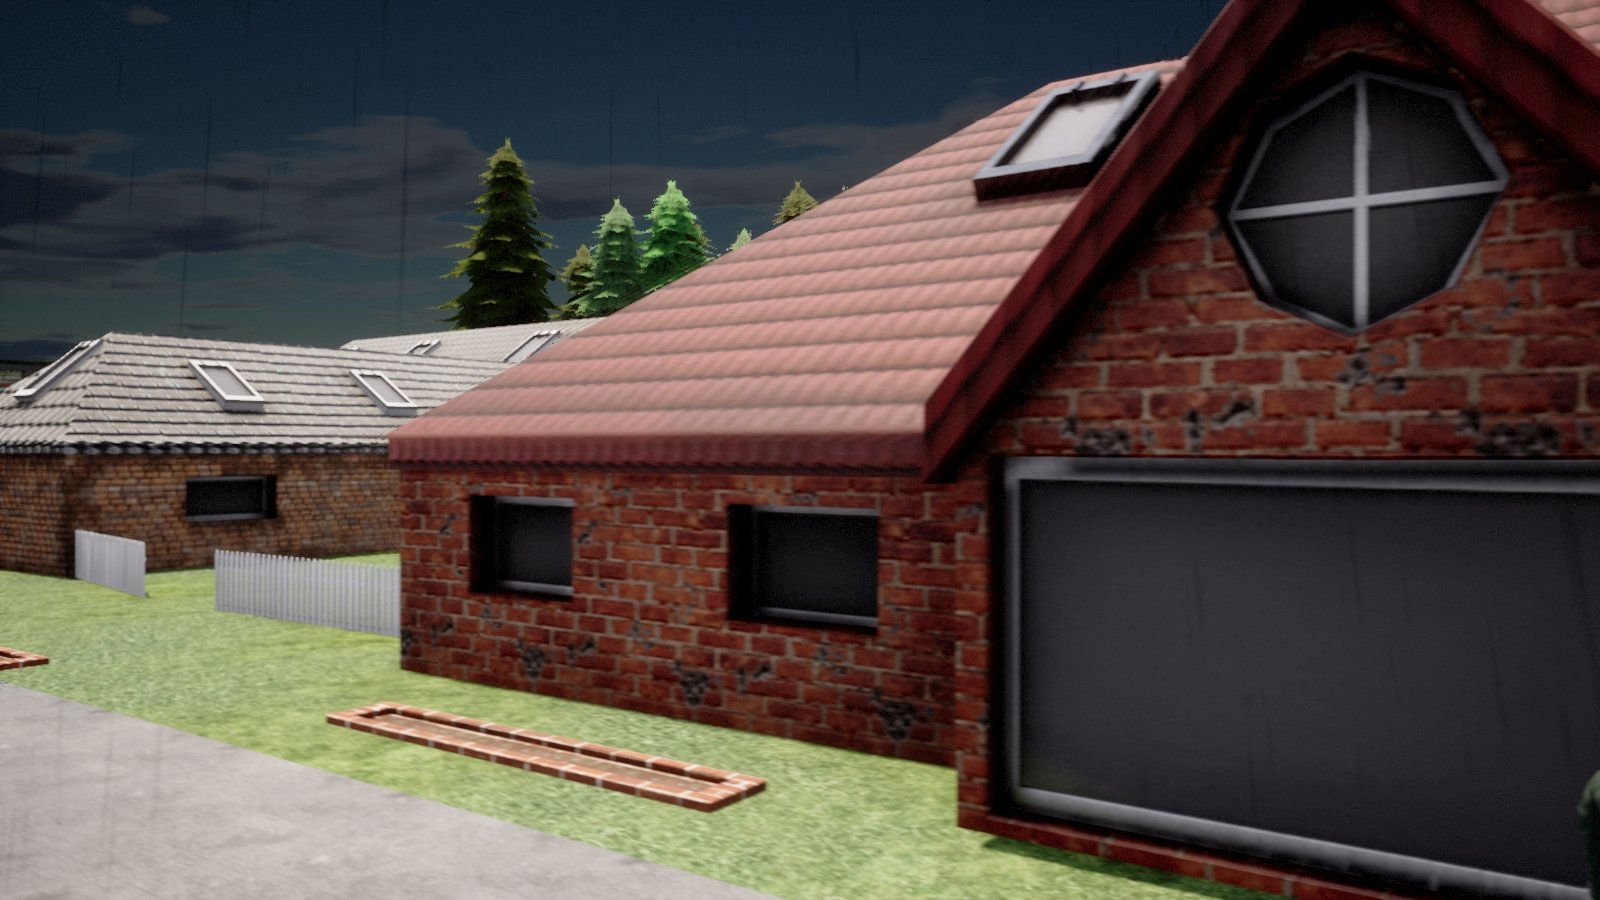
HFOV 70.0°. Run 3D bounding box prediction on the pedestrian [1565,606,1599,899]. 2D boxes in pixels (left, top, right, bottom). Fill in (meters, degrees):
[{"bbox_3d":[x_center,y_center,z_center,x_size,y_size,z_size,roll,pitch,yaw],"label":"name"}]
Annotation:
[{"bbox_3d":[2.985,1.524,4.080,0.375,1.860,0.375,0,0,41],"label":"pedestrian"}]
